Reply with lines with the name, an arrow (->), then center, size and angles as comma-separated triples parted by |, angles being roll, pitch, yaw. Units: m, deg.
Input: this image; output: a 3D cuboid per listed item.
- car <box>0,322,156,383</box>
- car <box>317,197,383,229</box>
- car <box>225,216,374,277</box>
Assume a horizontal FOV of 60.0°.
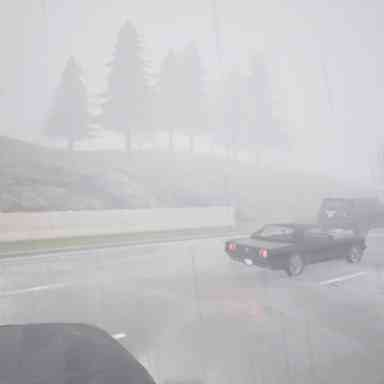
car -> -2.768, 1.543, 1.769 | 5.357, 1.411, 2.033 | 0, 0, -35
car -> 9.326, 1.283, 18.484 | 5.566, 2.045, 2.150 | 0, 0, -33
car -> 3.385, 1.629, 10.329 | 4.718, 1.301, 1.895 | 0, 0, -34
